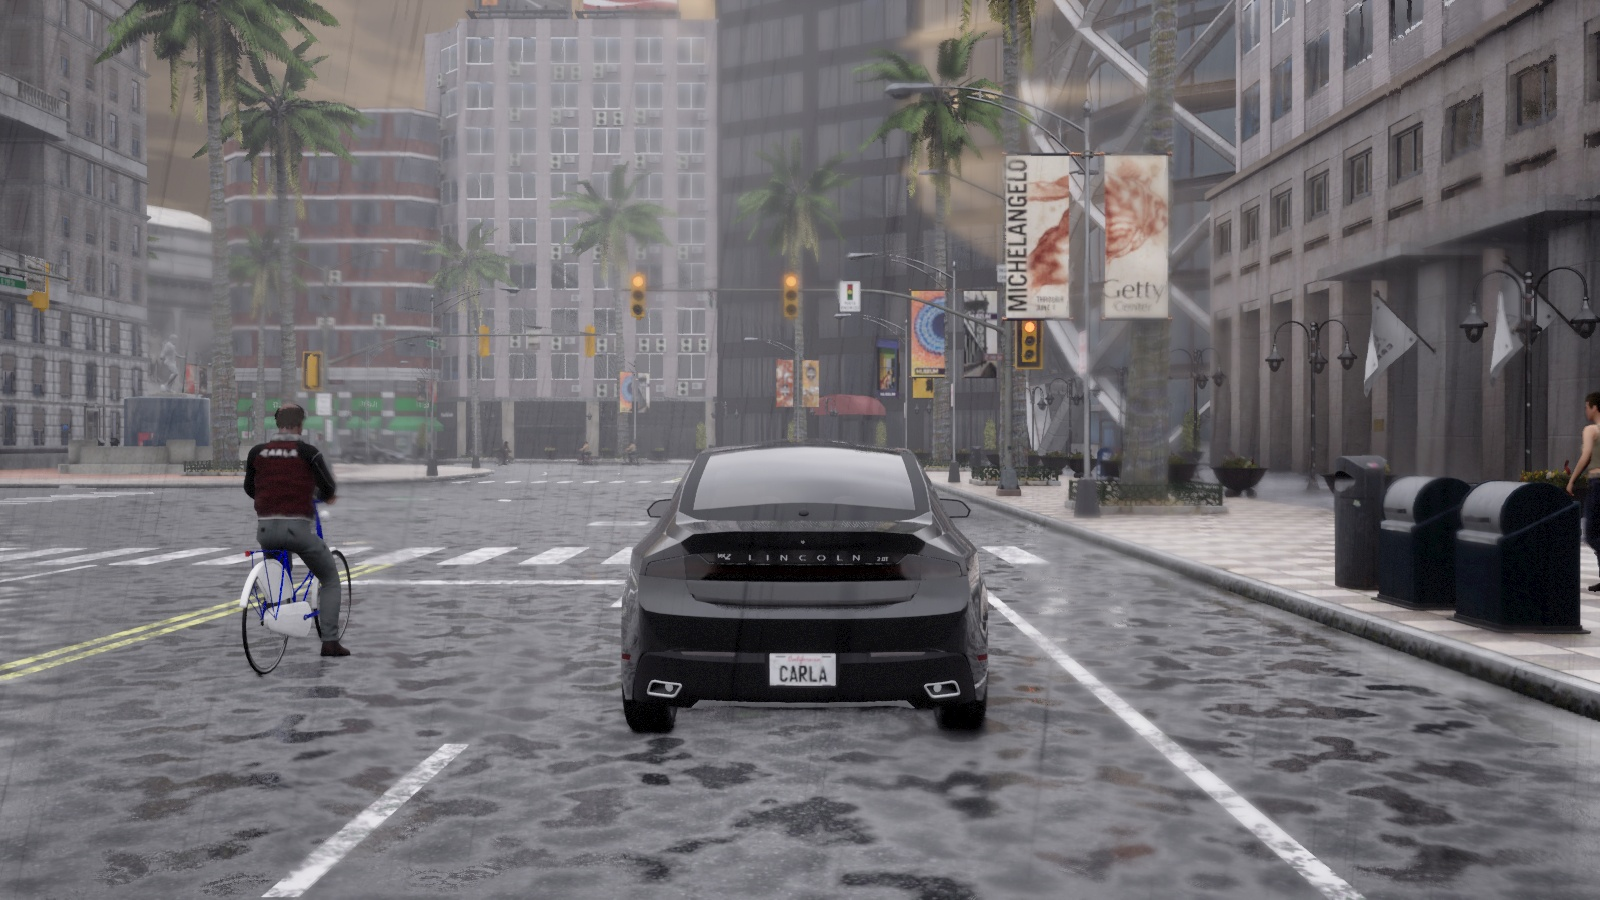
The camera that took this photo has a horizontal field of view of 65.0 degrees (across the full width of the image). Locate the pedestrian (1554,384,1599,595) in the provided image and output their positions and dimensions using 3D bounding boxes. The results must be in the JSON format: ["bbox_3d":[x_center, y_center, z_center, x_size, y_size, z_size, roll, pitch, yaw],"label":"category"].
[{"bbox_3d":[7.078,0.346,11.130,0.345,1.836,0.594,0,0,-19],"label":"pedestrian"}]

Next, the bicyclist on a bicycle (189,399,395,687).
[{"bbox_3d":[-3.432,0.565,8.669,0.659,1.776,1.843,0,1,0],"label":"bicyclist on a bicycle"}]

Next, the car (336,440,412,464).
[{"bbox_3d":[-29.972,0.153,88.398,4.856,1.649,2.033,0,0,21],"label":"car"}]

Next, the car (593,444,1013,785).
[{"bbox_3d":[0.047,0.707,7.945,1.837,1.490,4.892,0,0,1],"label":"car"}]
